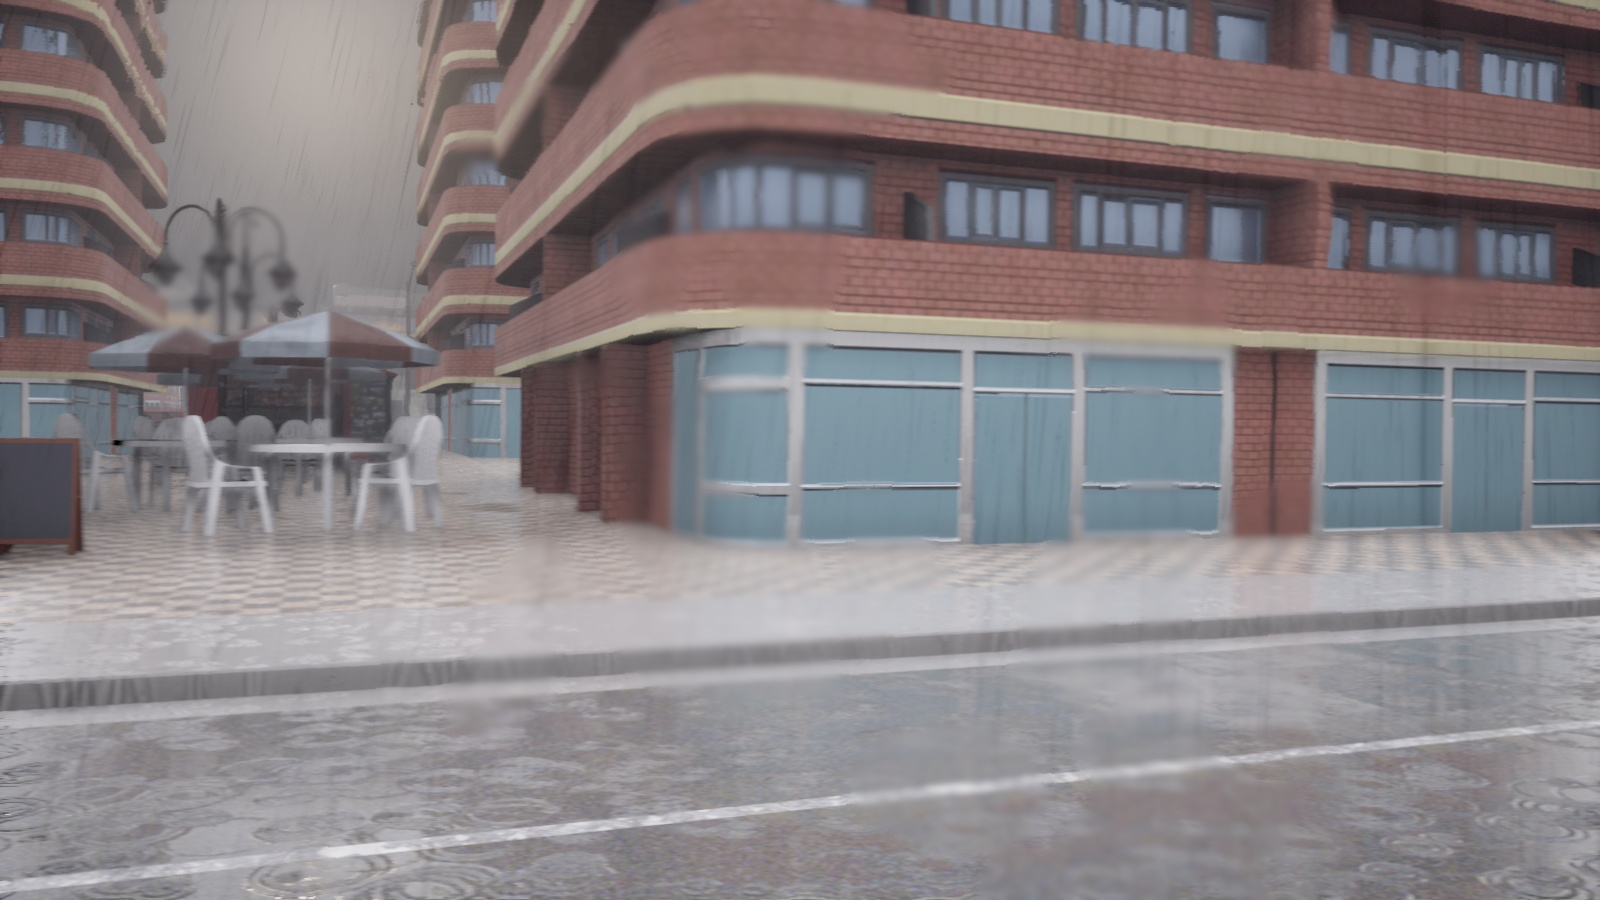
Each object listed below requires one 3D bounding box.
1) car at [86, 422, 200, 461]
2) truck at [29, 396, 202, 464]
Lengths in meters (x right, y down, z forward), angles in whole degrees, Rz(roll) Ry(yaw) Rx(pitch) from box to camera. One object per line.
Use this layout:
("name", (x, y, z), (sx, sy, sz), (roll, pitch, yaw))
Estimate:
("car", (-37.918, -0.520, 72.695), (5.566, 2.045, 2.150), (-2, 1, -21))
("truck", (-37.478, -1.154, 69.111), (7.936, 3.462, 2.891), (-2, 1, -20))
